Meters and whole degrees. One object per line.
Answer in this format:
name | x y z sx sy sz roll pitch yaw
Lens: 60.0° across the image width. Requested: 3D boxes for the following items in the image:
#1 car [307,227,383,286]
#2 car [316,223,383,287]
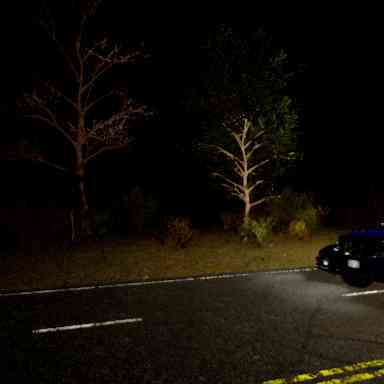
car | 6.562 2.010 11.284 4.892 1.490 1.837 0 -2 -18
car | 5.956 1.320 7.716 5.566 2.045 2.150 4 -7 -18
